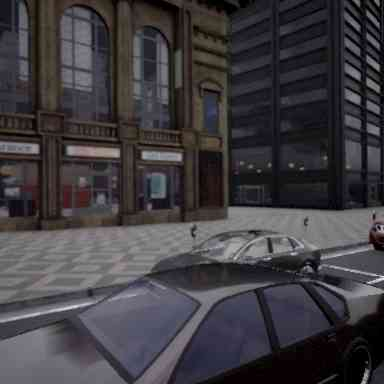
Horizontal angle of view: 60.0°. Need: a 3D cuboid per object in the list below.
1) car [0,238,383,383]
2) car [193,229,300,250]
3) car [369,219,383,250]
[{"bbox_3d":[0.171,1.551,3.502,5.357,1.411,2.033,0,0,-35],"label":"car"},{"bbox_3d":[1.121,1.558,7.463,4.403,1.369,2.008,0,-1,-36],"label":"car"},{"bbox_3d":[9.073,1.330,13.145,5.009,1.841,2.192,0,-1,-36],"label":"car"}]
